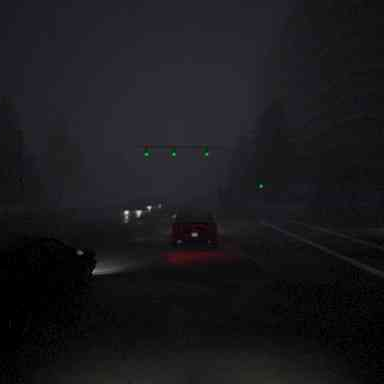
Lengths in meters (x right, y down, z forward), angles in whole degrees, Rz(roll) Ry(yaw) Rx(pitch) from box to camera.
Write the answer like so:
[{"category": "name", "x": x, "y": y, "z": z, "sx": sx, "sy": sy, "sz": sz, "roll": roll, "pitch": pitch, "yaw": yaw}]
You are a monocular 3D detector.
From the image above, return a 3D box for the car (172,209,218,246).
[{"category": "car", "x": 0.105, "y": 1.503, "z": 15.388, "sx": 1.882, "sy": 1.535, "sz": 5.008, "roll": 0, "pitch": 0, "yaw": 0}]

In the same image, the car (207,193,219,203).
[{"category": "car", "x": 4.641, "y": 1.180, "z": 70.809, "sx": 2.150, "sy": 2.045, "sz": 5.566, "roll": 0, "pitch": 0, "yaw": 30}]

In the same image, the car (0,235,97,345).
[{"category": "car", "x": -3.401, "y": 1.547, "z": 6.296, "sx": 2.033, "sy": 1.411, "sz": 5.357, "roll": 0, "pitch": 0, "yaw": 0}]

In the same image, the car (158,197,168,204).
[{"category": "car", "x": -6.009, "y": 1.560, "z": 62.392, "sx": 1.895, "sy": 1.301, "sz": 4.718, "roll": 0, "pitch": 0, "yaw": 12}]

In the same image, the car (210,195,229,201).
[{"category": "car", "x": 6.611, "y": 1.474, "z": 79.407, "sx": 1.812, "sy": 1.442, "sz": 4.674, "roll": 0, "pitch": 0, "yaw": 44}]

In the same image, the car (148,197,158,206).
[{"category": "car", "x": -6.999, "y": 1.529, "z": 52.149, "sx": 1.994, "sy": 1.385, "sz": 4.181, "roll": 0, "pitch": 0, "yaw": 1}]

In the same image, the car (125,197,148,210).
[{"category": "car", "x": -7.089, "y": 1.497, "z": 42.271, "sx": 1.812, "sy": 1.442, "sz": 4.674, "roll": 0, "pitch": 0, "yaw": 0}]

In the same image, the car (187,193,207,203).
[{"category": "car", "x": 0.750, "y": 1.432, "z": 70.938, "sx": 1.882, "sy": 1.535, "sz": 5.008, "roll": 0, "pitch": 0, "yaw": 30}]
